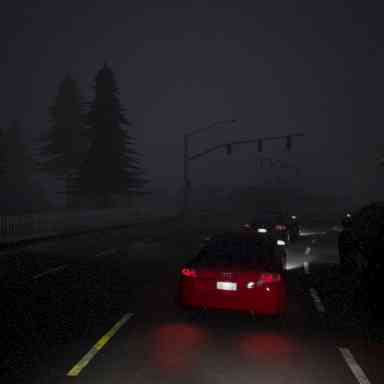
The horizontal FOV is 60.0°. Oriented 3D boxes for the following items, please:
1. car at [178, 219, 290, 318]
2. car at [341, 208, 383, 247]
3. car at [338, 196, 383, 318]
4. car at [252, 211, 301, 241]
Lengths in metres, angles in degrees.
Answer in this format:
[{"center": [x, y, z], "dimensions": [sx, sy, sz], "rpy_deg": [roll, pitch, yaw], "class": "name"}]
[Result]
[{"center": [1.123, 1.564, 7.577], "dimensions": [1.994, 1.385, 4.181], "rpy_deg": [0, 0, 15], "class": "car"}, {"center": [8.359, 1.564, 15.812], "dimensions": [1.994, 1.385, 4.181], "rpy_deg": [0, 0, 28], "class": "car"}, {"center": [4.701, 1.221, 7.219], "dimensions": [2.150, 2.045, 5.566], "rpy_deg": [0, 0, 15], "class": "car"}, {"center": [3.780, 1.564, 15.549], "dimensions": [1.994, 1.385, 4.181], "rpy_deg": [0, 0, 26], "class": "car"}]
